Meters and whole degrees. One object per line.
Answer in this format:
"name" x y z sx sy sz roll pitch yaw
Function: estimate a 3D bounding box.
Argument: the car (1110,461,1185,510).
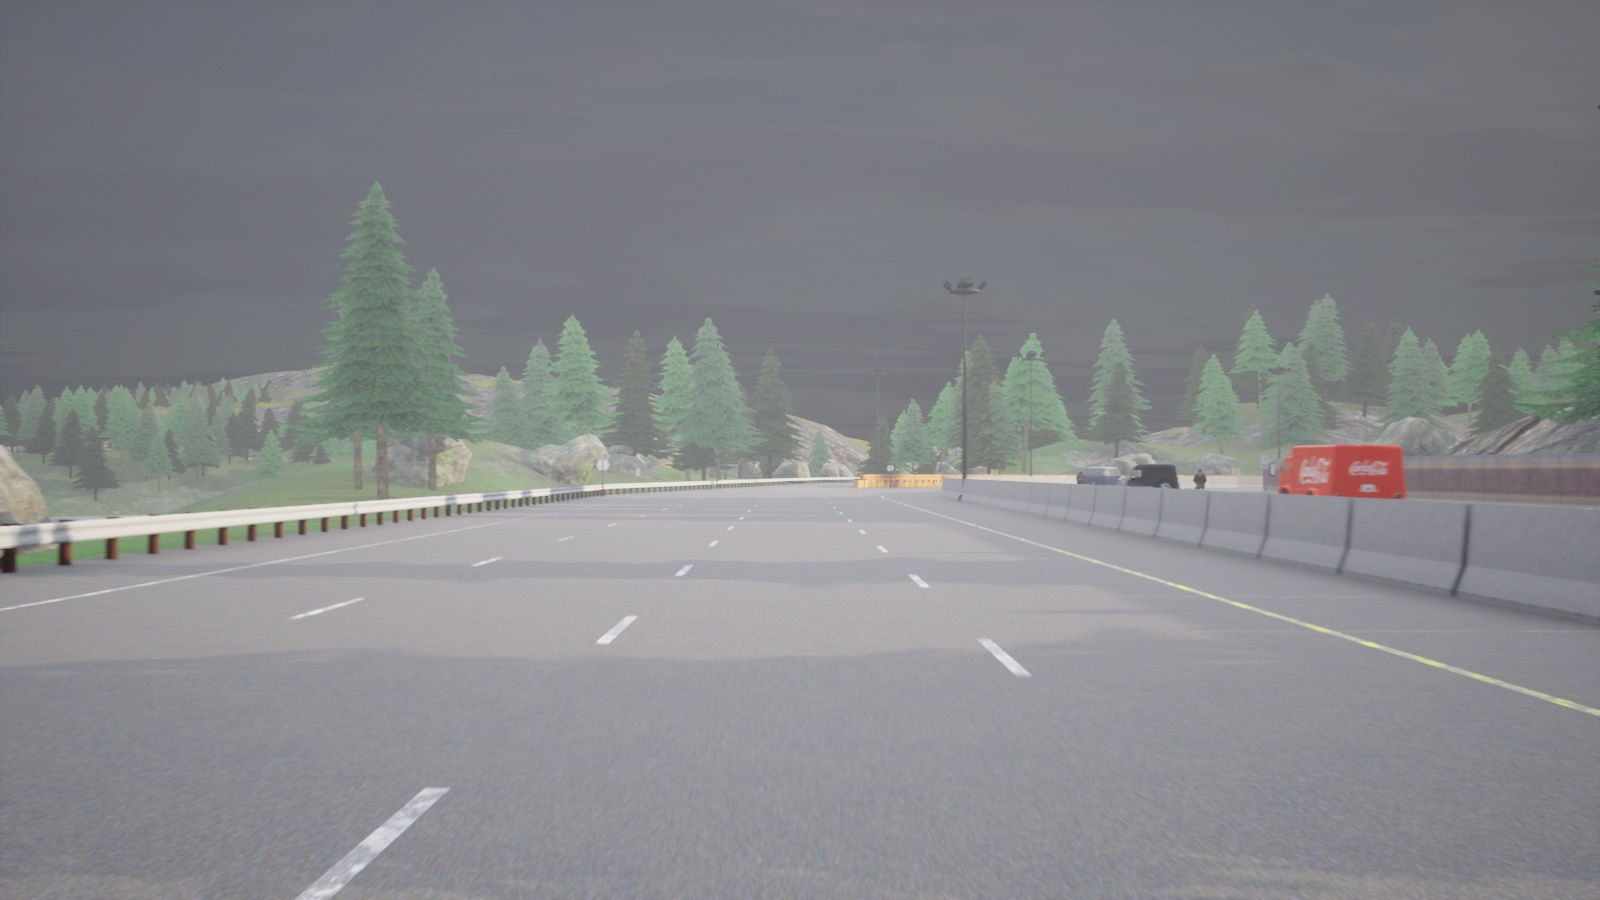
"car" 13.794 1.397 50.073 1.905 1.878 3.866 0 -1 0

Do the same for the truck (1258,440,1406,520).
"truck" 17.339 0.954 41.285 2.627 2.467 5.204 0 -1 0
